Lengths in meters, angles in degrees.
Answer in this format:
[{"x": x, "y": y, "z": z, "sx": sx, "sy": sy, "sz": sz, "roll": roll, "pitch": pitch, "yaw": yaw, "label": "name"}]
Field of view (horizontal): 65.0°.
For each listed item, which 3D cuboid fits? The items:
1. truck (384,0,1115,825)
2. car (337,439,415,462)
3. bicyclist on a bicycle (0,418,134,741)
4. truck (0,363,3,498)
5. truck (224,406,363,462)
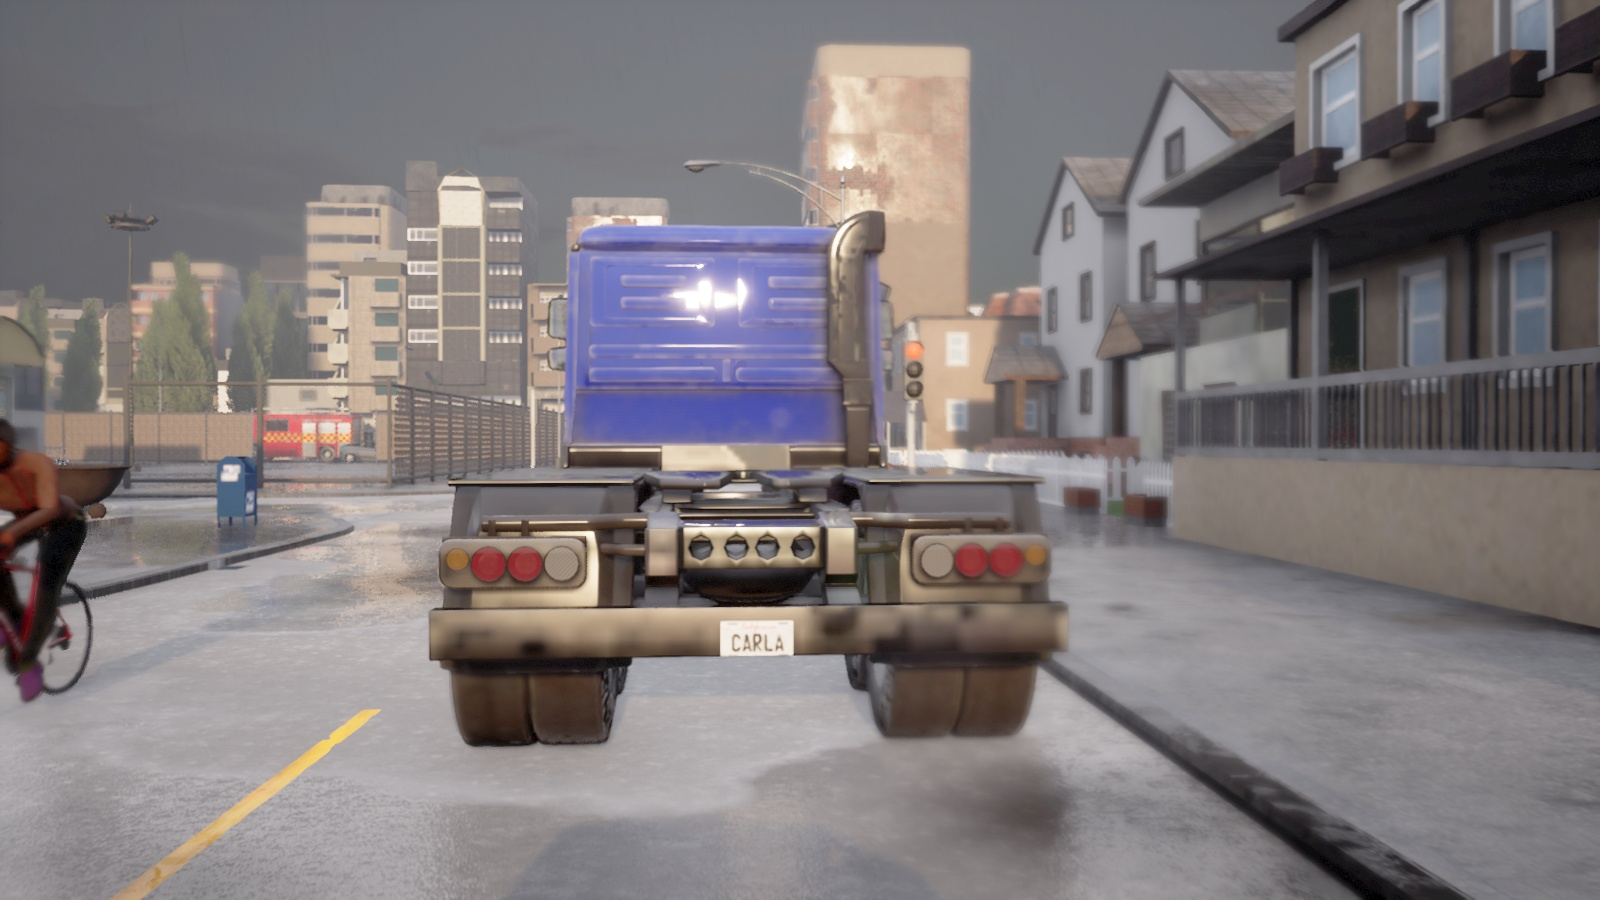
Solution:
[{"x": -0.481, "y": -0.305, "z": 8.933, "sx": 2.891, "sy": 3.462, "sz": 7.936, "roll": 0, "pitch": 0, "yaw": -4, "label": "truck"}, {"x": -28.317, "y": 0.020, "z": 83.956, "sx": 4.514, "sy": 1.525, "sz": 2.007, "roll": 0, "pitch": 0, "yaw": -3, "label": "car"}, {"x": -4.331, "y": 0.642, "z": 6.834, "sx": 0.582, "sy": 1.620, "sz": 1.656, "roll": 0, "pitch": 1, "yaw": -2, "label": "bicyclist on a bicycle"}, {"x": -24.284, "y": -0.493, "z": 30.509, "sx": 7.936, "sy": 3.462, "sz": 2.891, "roll": 0, "pitch": 0, "yaw": -2, "label": "truck"}, {"x": -35.210, "y": -1.125, "z": 87.540, "sx": 8.468, "sy": 3.827, "sz": 2.891, "roll": 0, "pitch": 0, "yaw": -4, "label": "truck"}]
